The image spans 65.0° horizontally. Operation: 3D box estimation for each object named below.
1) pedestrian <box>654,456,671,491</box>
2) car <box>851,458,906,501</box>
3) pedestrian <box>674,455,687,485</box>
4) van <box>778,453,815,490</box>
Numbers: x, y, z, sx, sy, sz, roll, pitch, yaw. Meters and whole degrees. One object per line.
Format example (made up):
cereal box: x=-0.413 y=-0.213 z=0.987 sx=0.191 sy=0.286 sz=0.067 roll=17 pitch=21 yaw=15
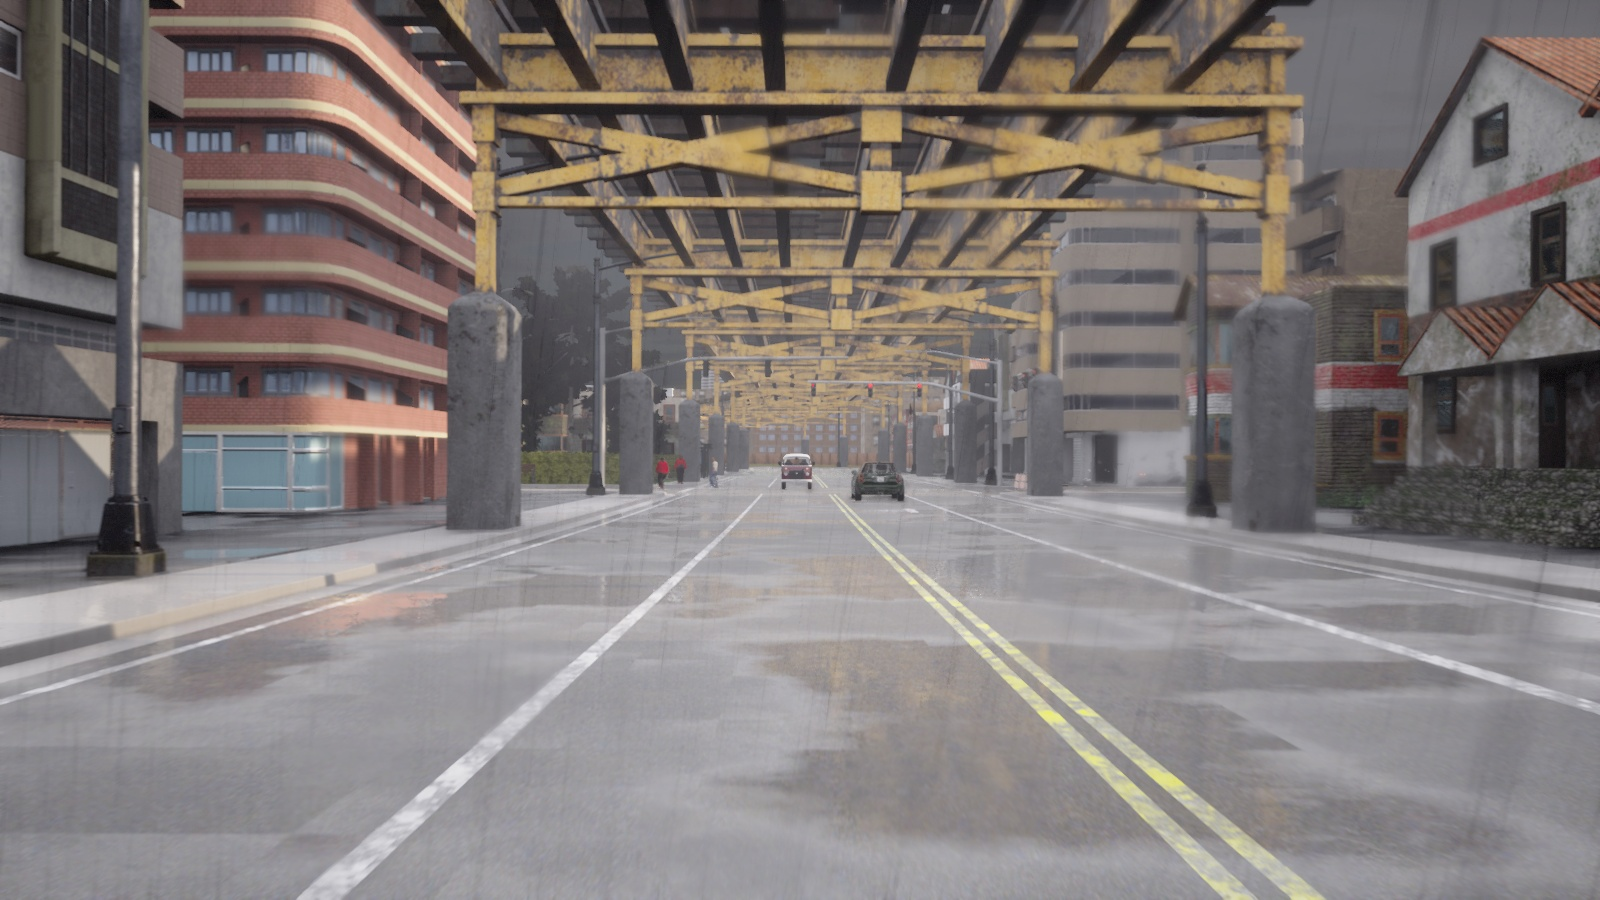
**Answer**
pedestrian: x=-7.493 y=1.273 z=68.438 sx=0.634 sy=1.844 sz=0.899 roll=0 pitch=0 yaw=-29
car: x=3.360 y=1.257 z=54.755 sx=2.097 sy=1.767 sz=4.553 roll=0 pitch=0 yaw=0
pedestrian: x=-7.307 y=1.203 z=76.932 sx=0.634 sy=1.844 sz=0.899 roll=0 pitch=0 yaw=-16
van: x=-0.185 y=1.230 z=72.289 sx=2.069 sy=2.038 sz=4.480 roll=0 pitch=-1 yaw=0
